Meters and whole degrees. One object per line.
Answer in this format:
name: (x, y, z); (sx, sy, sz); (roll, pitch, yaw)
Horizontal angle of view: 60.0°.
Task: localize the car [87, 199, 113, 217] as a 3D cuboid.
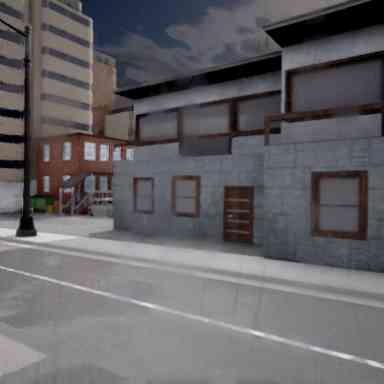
car: (-6.927, 1.305, 27.778); (3.806, 1.475, 1.970); (-1, 0, 36)
